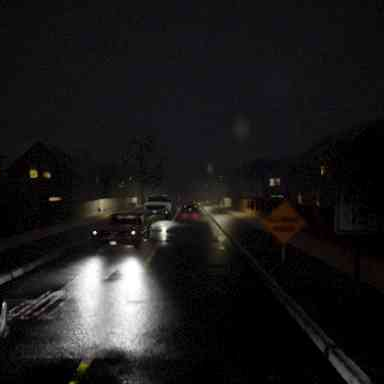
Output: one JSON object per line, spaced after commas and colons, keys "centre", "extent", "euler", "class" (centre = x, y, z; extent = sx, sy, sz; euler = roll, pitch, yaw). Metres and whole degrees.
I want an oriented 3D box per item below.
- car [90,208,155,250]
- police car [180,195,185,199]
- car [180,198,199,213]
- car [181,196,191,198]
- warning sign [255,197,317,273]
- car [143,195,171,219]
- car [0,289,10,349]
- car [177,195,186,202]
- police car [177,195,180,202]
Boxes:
{"centre": [-2.933, 1.605, 14.610], "extent": [1.895, 1.301, 4.718], "euler": [0, 0, 0], "class": "car"}
{"centre": [-1.197, 1.806, 79.380], "extent": [1.930, 1.638, 5.238], "euler": [0, -1, -5], "class": "police car"}
{"centre": [-0.181, 1.676, 38.872], "extent": [1.895, 1.301, 4.718], "euler": [0, 0, 0], "class": "car"}
{"centre": [-0.323, 1.698, 49.169], "extent": [1.994, 1.385, 4.181], "euler": [0, 0, -1], "class": "car"}
{"centre": [2.501, 1.117, 9.051], "extent": [1.300, 1.860, 1.060], "euler": [2, 2, 0], "class": "warning sign"}
{"centre": [-3.012, 1.259, 29.528], "extent": [2.150, 2.045, 5.566], "euler": [0, -1, 0], "class": "car"}
{"centre": [-3.415, 1.492, 2.182], "extent": [2.128, 1.511, 4.902], "euler": [0, 0, 7], "class": "car"}
{"centre": [-3.047, 1.809, 95.298], "extent": [2.150, 2.045, 5.566], "euler": [0, -1, -8], "class": "car"}
{"centre": [-2.282, 1.929, 89.386], "extent": [1.930, 1.638, 5.238], "euler": [0, -1, -7], "class": "police car"}
